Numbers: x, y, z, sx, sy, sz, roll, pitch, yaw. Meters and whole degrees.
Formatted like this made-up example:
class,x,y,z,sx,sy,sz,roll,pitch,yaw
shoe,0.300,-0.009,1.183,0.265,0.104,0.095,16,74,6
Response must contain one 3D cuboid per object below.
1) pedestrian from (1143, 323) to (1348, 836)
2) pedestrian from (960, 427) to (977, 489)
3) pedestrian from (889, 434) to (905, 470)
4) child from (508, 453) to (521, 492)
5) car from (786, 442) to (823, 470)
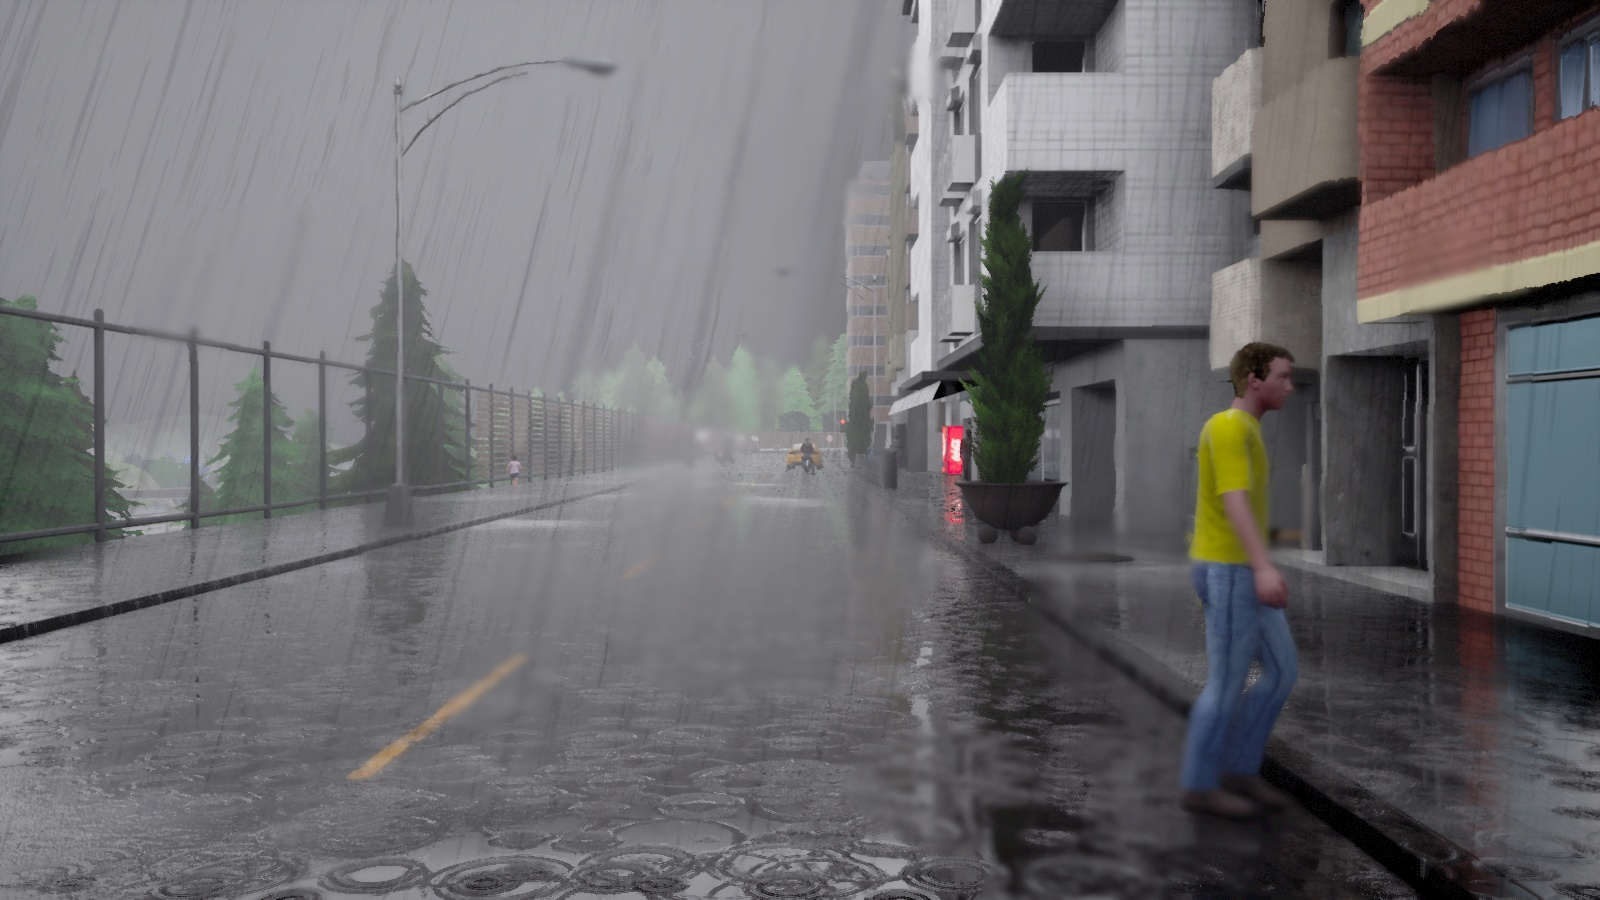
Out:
class,x,y,z,sx,sy,sz,roll,pitch,yaw
pedestrian,1.704,0.463,4.801,0.706,1.836,0.354,0,0,24
pedestrian,5.294,0.249,39.477,0.402,1.930,0.666,0,0,20
pedestrian,5.286,0.095,68.159,0.659,1.952,0.873,0,0,-11
child,-8.197,0.637,36.058,0.255,1.110,0.394,0,0,1
car,0.310,0.338,72.221,1.882,1.535,5.008,0,0,3
